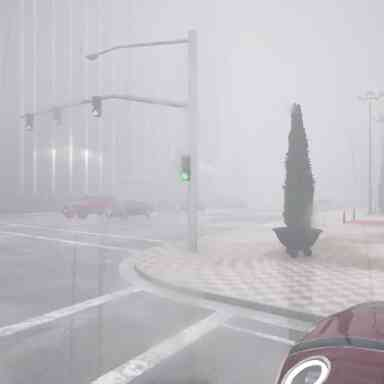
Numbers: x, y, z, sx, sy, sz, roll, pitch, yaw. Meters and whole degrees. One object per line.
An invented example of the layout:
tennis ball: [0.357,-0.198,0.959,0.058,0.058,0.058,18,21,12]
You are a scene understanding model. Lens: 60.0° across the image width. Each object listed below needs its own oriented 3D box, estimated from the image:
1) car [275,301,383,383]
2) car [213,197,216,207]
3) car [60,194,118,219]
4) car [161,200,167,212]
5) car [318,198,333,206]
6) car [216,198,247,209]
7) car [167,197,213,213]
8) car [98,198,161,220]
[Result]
car: [2.800,1.351,1.973,4.553,1.767,2.097,0,0,36]
car: [2.590,1.488,46.443,1.882,1.535,5.008,0,0,35]
car: [-8.940,1.232,29.900,2.150,2.045,5.566,0,0,35]
car: [-3.237,1.575,38.089,1.994,1.385,4.181,0,0,35]
car: [22.574,1.607,56.448,1.895,1.301,4.718,0,0,34]
car: [5.673,1.501,44.744,2.128,1.511,4.902,0,0,35]
car: [-0.136,1.501,36.425,2.128,1.511,4.902,0,0,35]
car: [-5.344,1.501,28.951,2.128,1.511,4.902,0,0,35]
